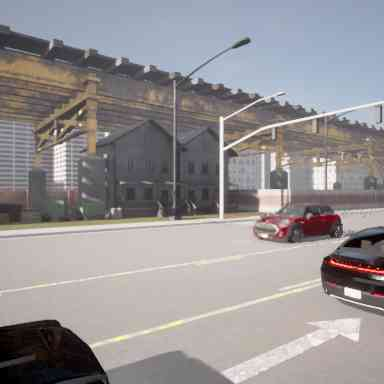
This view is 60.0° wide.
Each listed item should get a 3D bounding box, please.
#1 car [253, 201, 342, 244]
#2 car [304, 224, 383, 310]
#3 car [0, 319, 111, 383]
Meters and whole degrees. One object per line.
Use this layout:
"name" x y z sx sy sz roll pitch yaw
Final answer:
"car" 5.099 1.352 15.947 4.553 1.767 2.097 0 0 -33
"car" 4.764 1.505 7.162 4.892 1.490 1.837 0 0 -35
"car" -2.769 1.601 1.774 4.718 1.301 1.895 0 0 -35
